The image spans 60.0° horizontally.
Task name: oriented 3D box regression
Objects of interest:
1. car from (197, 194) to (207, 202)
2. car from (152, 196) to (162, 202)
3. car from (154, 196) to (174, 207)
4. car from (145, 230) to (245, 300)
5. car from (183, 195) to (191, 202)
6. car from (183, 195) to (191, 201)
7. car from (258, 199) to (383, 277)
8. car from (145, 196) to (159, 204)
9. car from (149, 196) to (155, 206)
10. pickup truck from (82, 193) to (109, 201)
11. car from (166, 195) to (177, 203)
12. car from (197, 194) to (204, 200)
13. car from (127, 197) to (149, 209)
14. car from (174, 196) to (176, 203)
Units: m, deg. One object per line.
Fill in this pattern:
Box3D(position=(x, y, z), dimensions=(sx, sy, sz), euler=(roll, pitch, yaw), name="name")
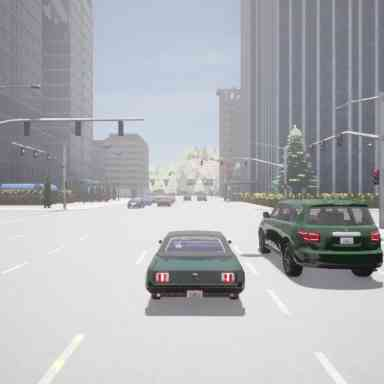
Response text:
Box3D(position=(2.402, 1.348, 78.831), dimensions=(2.097, 1.767, 4.553), euler=(0, 0, -1), name="car")
Box3D(position=(-8.065, 1.588, 76.395), dimensions=(1.895, 1.301, 4.718), euler=(0, 0, -1), name="car")
Box3D(position=(-4.301, 1.478, 51.839), dimensions=(1.882, 1.535, 5.008), euler=(0, 0, -1), name="car")
Box3D(position=(0.077, 1.601, 8.367), dimensions=(1.895, 1.301, 4.718), euler=(0, 0, 0), name="car")
Box3D(position=(-1.094, 1.500, 78.563), dimensions=(1.837, 1.490, 4.892), euler=(0, 0, -1), name="car")
Box3D(position=(-1.238, 1.540, 88.917), dimensions=(2.033, 1.411, 5.357), euler=(0, 0, -1), name="car")
Box3D(position=(3.589, 1.221, 10.395), dimensions=(2.150, 2.045, 5.566), euler=(0, 0, 0), name="car")
Box3D(position=(-7.949, 1.491, 66.215), dimensions=(2.128, 1.511, 4.902), euler=(0, 0, 0), name="car")
Box3D(position=(-7.862, 1.526, 56.009), dimensions=(1.812, 1.442, 4.674), euler=(0, 0, -1), name="car")
Box3D(position=(-21.147, 1.059, 73.429), dimensions=(2.390, 2.098, 6.274), euler=(0, 0, 30), name="pickup truck")
Box3D(position=(-4.509, 1.524, 72.399), dimensions=(2.128, 1.511, 4.902), euler=(0, 0, -1), name="car")
Box3D(position=(2.259, 1.386, 89.111), dimensions=(1.882, 1.535, 5.008), euler=(0, 0, -1), name="car")
Box3D(position=(-7.796, 1.491, 46.754), dimensions=(2.128, 1.511, 4.902), euler=(0, 0, 1), name="car")
Box3D(position=(-4.419, 1.601, 61.945), dimensions=(1.895, 1.301, 4.718), euler=(0, 0, 0), name="car")
